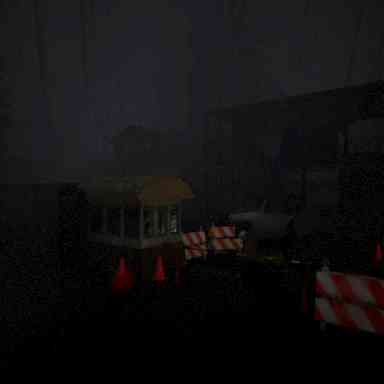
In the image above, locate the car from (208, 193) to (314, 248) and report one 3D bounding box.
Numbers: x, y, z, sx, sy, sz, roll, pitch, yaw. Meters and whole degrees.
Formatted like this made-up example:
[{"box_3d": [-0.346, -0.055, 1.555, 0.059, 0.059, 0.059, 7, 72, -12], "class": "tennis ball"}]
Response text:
[{"box_3d": [2.698, 0.985, 12.682, 3.866, 1.878, 1.905, 0, 0, -18], "class": "car"}]
